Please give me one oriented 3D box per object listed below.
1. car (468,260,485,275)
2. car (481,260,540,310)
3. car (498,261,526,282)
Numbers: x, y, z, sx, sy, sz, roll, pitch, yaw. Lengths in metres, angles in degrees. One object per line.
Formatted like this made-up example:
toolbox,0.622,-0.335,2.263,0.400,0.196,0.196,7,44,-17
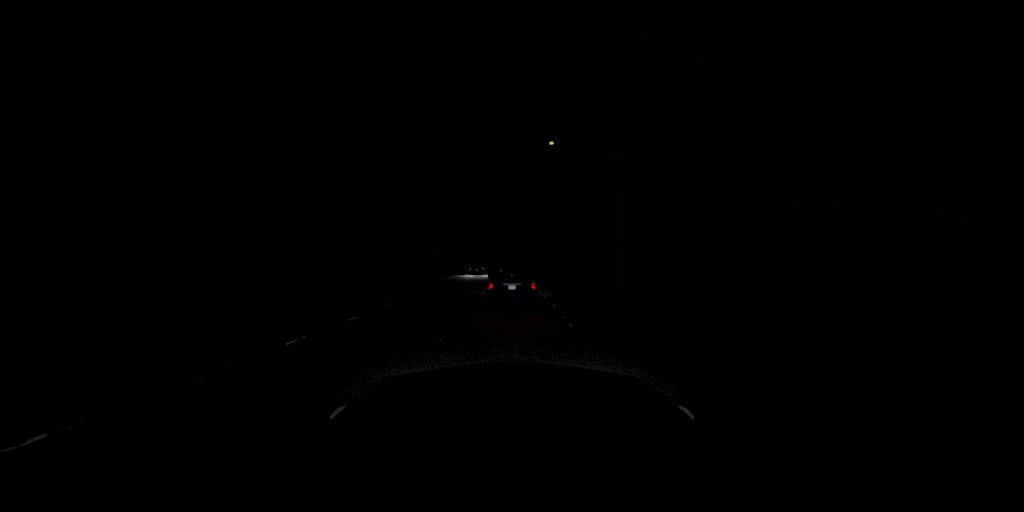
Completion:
car,-3.523,1.142,38.288,1.837,1.490,4.892,0,0,0
car,0.021,1.177,15.222,2.097,1.767,4.553,0,0,0
car,0.020,1.232,30.253,2.128,1.511,4.902,0,1,0
